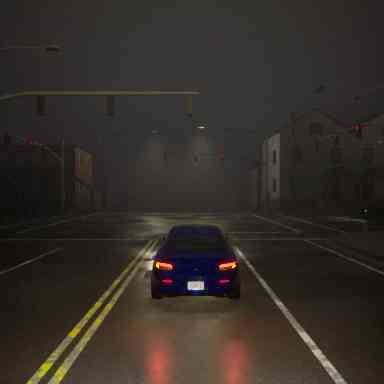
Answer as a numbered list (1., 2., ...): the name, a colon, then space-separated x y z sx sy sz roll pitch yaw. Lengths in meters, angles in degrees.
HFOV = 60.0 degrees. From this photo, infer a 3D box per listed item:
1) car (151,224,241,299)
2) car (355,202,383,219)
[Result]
1. car: 0.086 1.526 8.304 1.812 1.442 4.674 0 0 0
2. car: 16.305 1.526 28.033 4.674 1.442 1.812 0 0 -1
